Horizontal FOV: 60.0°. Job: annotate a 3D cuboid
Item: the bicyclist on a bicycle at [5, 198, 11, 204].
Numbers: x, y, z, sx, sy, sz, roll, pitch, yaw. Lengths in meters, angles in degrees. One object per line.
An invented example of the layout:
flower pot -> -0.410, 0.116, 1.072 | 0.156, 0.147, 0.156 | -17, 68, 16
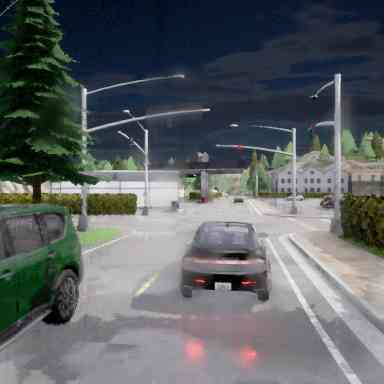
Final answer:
bicyclist on a bicycle -> -17.942, 1.453, 32.551 | 0.582, 1.620, 1.656 | 0, 0, 7

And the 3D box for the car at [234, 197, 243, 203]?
car -> 9.478, 1.601, 67.403 | 1.895, 1.301, 4.718 | 0, 0, 8

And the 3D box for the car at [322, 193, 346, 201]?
car -> 31.809, 1.097, 74.528 | 4.605, 1.855, 1.932 | 0, 0, 8

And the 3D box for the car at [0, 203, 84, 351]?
car -> -3.293, 1.221, 4.270 | 2.150, 2.045, 5.566 | 0, 0, 4

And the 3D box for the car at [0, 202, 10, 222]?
car -> -16.566, 1.526, 25.214 | 4.674, 1.442, 1.812 | 0, 0, 8

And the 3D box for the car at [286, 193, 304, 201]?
car -> 24.474, 1.077, 78.876 | 3.866, 1.878, 1.905 | 0, 0, 8

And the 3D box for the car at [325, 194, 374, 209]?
car -> 18.312, 1.339, 38.623 | 4.514, 1.523, 2.007 | 0, 0, 8

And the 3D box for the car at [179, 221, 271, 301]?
car -> 0.890, 1.492, 8.417 | 2.128, 1.511, 4.902 | 0, 0, 8

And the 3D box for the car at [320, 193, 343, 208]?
car -> 18.696, 1.330, 41.736 | 5.027, 1.636, 2.152 | 0, 0, 8

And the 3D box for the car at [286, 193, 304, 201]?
car -> 23.406, 1.361, 75.668 | 3.806, 1.475, 1.970 | 0, 0, 8
